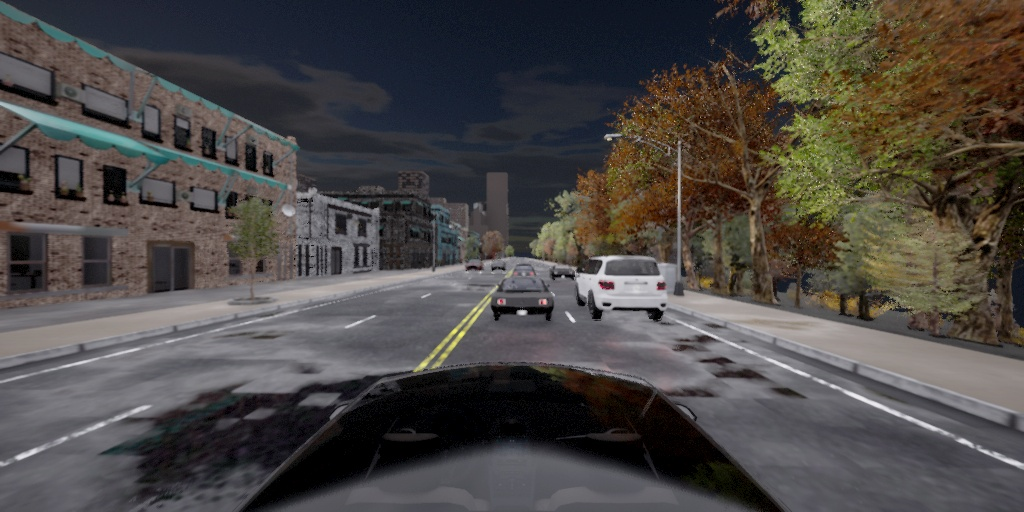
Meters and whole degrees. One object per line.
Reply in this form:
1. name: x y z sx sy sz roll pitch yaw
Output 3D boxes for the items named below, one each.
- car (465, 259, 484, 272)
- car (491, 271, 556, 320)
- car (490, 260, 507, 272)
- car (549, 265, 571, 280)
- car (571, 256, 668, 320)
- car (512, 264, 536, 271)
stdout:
1. car: -5.017 1.175 48.586 2.097 1.767 4.553 0 0 2
2. car: 0.392 1.373 12.693 1.895 1.301 4.718 0 0 2
3. car: -1.771 1.340 48.467 1.837 1.490 4.892 0 -1 2
4. car: 4.331 1.421 31.898 1.895 1.301 4.718 0 0 2
5. car: 3.654 1.005 12.916 2.150 2.045 5.566 0 0 2
6. car: 0.957 1.352 28.809 2.033 1.411 5.357 0 0 2
